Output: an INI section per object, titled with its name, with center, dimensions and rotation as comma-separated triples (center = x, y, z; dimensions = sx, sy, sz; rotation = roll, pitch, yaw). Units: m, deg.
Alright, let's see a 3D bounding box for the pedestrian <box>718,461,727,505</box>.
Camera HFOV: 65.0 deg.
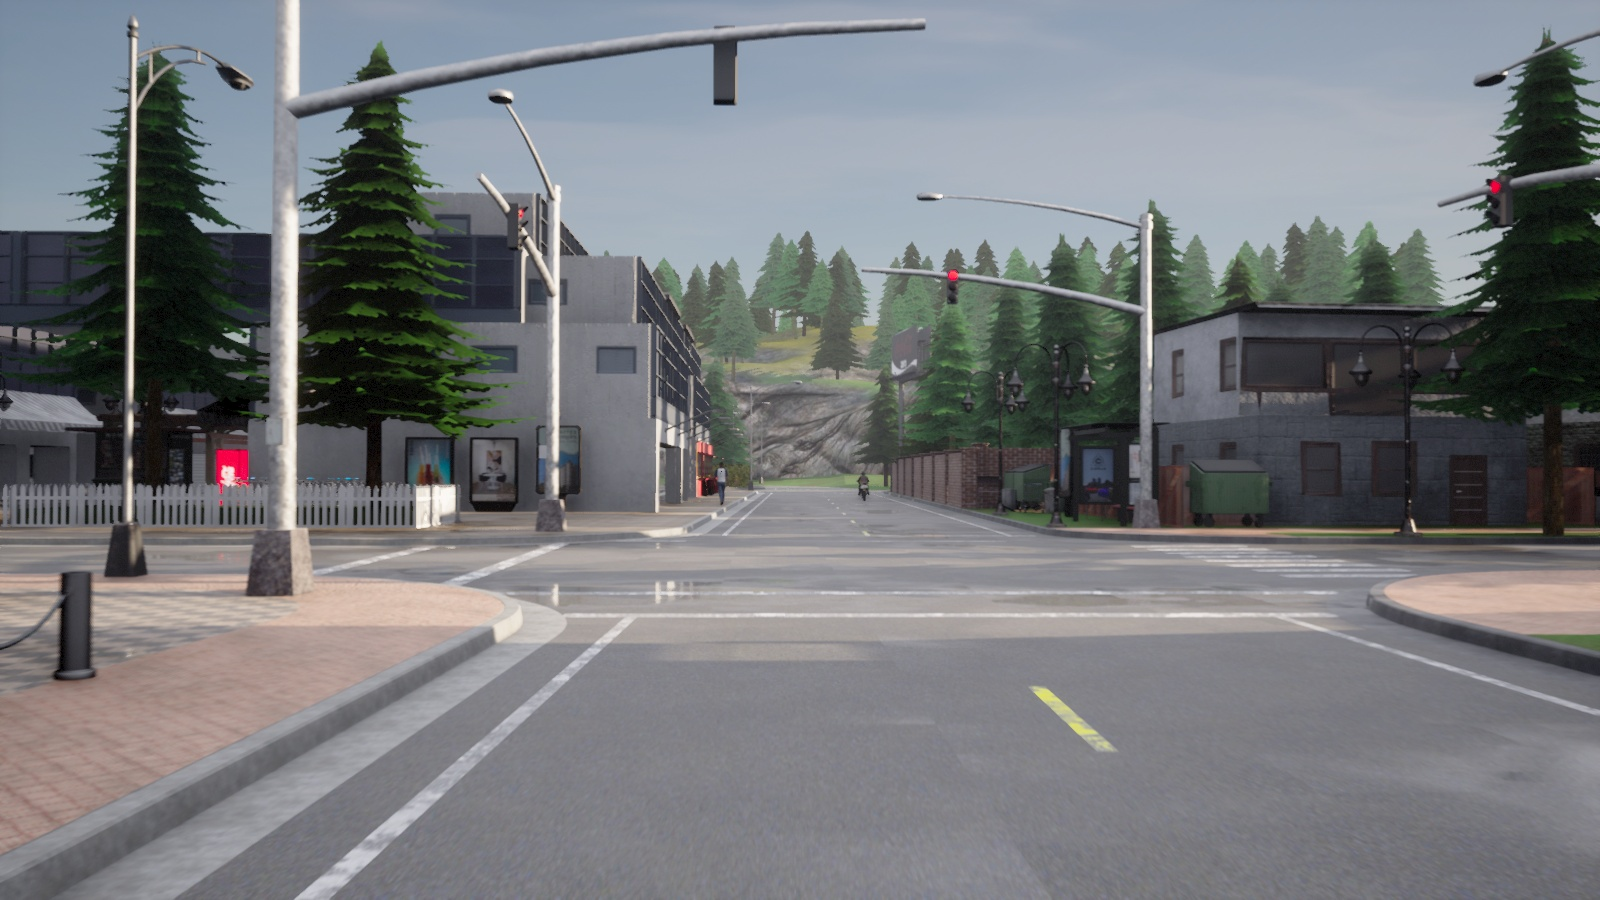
[pedestrian]
center = -3.245, 1.362, 52.332
dimensions = 0.354, 1.836, 0.706
rotation = 0, -1, -3
